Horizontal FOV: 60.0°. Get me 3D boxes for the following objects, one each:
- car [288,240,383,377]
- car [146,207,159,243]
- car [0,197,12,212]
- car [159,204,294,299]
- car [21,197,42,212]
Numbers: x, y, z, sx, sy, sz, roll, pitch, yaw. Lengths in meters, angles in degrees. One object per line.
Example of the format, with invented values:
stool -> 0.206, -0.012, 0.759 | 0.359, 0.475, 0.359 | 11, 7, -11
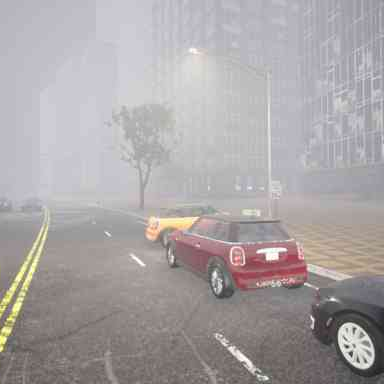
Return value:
car -> 3.607, 1.505, 3.406 | 1.837, 1.490, 4.892 | 0, 0, -36
car -> 0.334, 1.276, 14.491 | 4.553, 1.767, 2.097 | -3, 1, -18
car -> -21.883, 1.390, 38.042 | 2.097, 1.767, 4.553 | 0, 0, -24
car -> 0.861, 1.355, 8.871 | 2.097, 1.767, 4.553 | 0, 0, -22
car -> -18.917, 1.392, 39.371 | 2.097, 1.767, 4.553 | 0, 0, -24
